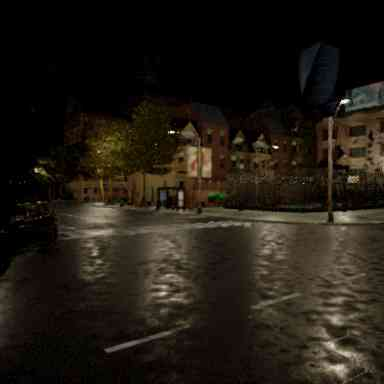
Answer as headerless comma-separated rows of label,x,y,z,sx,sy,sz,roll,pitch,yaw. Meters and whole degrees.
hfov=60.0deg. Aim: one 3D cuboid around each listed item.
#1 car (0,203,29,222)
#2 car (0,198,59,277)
car,-15.134,1.621,27.792,1.895,1.301,4.718,0,0,-36
car,-6.085,1.229,10.385,2.150,2.045,5.566,1,0,0
